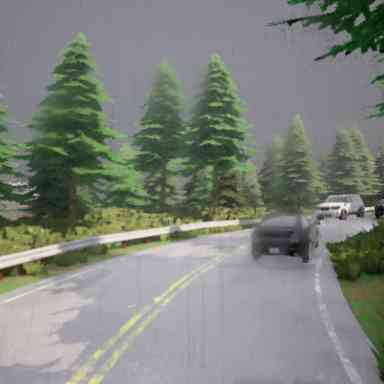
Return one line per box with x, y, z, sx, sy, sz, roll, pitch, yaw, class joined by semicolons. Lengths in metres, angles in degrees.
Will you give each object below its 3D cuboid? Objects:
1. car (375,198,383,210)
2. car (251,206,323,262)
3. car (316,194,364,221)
16.649;1.139;27.007;4.553;1.767;2.097;-1;-3;-43;car
3.539;1.517;12.300;1.837;1.490;4.892;-3;-1;26;car
12.306;1.248;27.664;5.566;2.045;2.150;-1;-3;-42;car
